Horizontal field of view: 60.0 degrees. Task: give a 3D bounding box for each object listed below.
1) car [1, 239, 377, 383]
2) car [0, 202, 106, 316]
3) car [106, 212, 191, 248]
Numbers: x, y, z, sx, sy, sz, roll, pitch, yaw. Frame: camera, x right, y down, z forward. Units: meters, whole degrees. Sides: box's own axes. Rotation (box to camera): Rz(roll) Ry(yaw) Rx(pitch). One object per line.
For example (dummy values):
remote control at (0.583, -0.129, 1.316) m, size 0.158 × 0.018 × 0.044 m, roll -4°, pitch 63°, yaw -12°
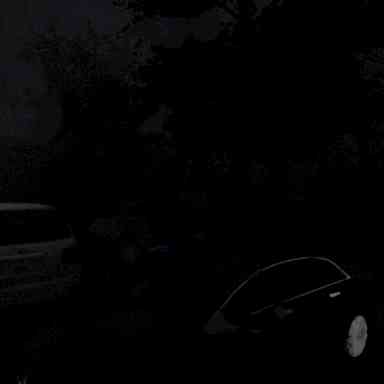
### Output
car at (0.513, 1.491, 4.249) m, size 4.892 × 1.490 × 1.837 m, roll 0°, pitch 0°, yaw -36°
car at (-4.099, 1.225, 7.172) m, size 2.435 × 2.045 × 5.566 m, roll 0°, pitch 0°, yaw -36°
car at (-1.796, 1.337, 8.741) m, size 2.185 × 1.767 × 4.553 m, roll 0°, pitch 0°, yaw -36°
